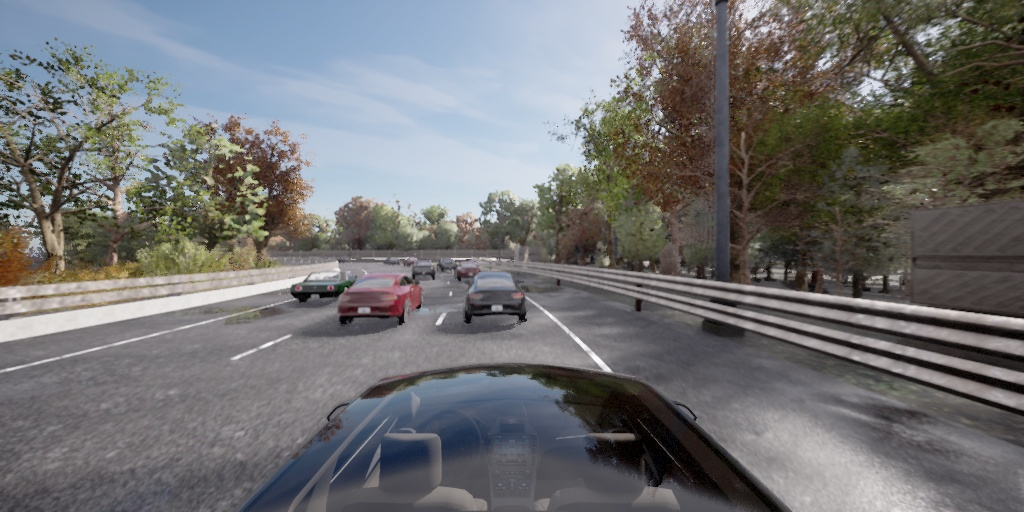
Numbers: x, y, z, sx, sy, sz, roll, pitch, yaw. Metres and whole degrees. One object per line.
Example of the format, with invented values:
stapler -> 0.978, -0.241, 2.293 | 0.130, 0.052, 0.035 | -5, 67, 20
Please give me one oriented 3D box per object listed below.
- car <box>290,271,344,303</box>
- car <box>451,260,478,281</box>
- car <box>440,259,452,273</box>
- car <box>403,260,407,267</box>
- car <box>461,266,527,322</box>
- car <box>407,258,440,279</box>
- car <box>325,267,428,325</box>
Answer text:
car -> -8.163, 1.314, 16.514 | 1.895, 1.301, 4.718 | 0, 0, -8
car -> -3.572, 1.172, 28.700 | 1.812, 1.442, 4.674 | 0, 0, -14
car -> -7.638, 1.095, 41.662 | 2.128, 1.511, 4.902 | 0, 0, -21
car -> -16.989, 1.080, 60.401 | 1.812, 1.442, 4.674 | 0, 0, -31
car -> -0.617, 1.234, 11.992 | 1.812, 1.442, 4.674 | 0, 0, -5
car -> -7.657, 1.142, 30.779 | 2.128, 1.511, 4.902 | 0, 0, -16
car -> -4.081, 1.246, 11.651 | 1.812, 1.442, 4.674 | 0, 0, -6
